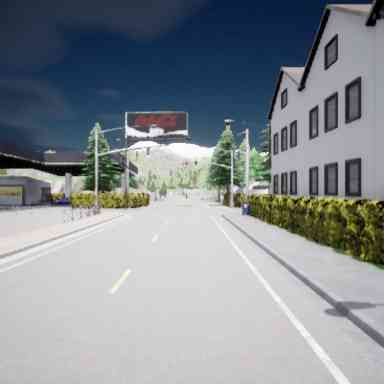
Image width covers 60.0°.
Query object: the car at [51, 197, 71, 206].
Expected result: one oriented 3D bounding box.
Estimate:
[{"bbox_3d":[-22.171,1.633,58.170,4.611,1.667,2.242,0,0,0],"label":"car"}]
